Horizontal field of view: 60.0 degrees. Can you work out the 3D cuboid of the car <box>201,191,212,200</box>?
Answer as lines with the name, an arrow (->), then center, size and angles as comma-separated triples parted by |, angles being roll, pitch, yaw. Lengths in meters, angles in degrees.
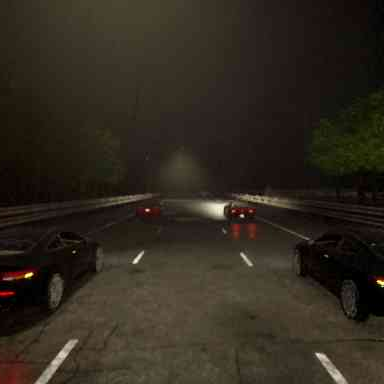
car -> 3.433, 0.934, 72.807 | 1.837, 1.490, 4.892 | 0, 0, 0

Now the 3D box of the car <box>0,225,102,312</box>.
car -> -3.410, 1.468, 7.437 | 1.812, 1.442, 4.674 | 0, 0, 0

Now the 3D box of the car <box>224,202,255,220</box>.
car -> 3.574, 1.398, 25.980 | 1.895, 1.301, 4.718 | 0, 0, 0

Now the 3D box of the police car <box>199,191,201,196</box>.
police car -> 3.423, 0.844, 83.806 | 2.038, 1.542, 4.974 | 0, 0, 0

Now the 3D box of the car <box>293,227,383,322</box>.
car -> 3.589, 1.472, 6.998 | 1.812, 1.442, 4.674 | 0, 0, 0

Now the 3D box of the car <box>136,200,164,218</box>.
car -> -3.430, 1.349, 27.596 | 1.994, 1.385, 4.181 | 0, 0, 0
